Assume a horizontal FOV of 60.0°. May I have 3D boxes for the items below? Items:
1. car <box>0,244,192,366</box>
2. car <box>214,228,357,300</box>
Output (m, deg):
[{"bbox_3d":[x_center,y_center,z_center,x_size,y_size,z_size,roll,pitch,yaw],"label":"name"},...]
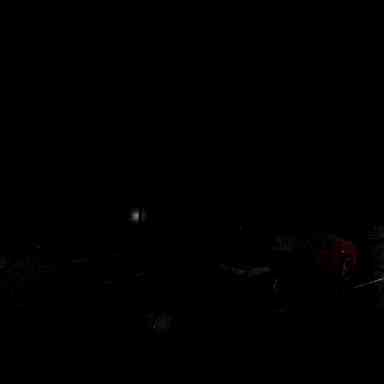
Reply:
[{"bbox_3d":[-1.998,1.566,5.111,4.313,1.339,1.947,0,0,-35],"label":"car"},{"bbox_3d":[2.483,1.582,8.302,4.206,1.307,1.802,0,0,-35],"label":"car"}]
